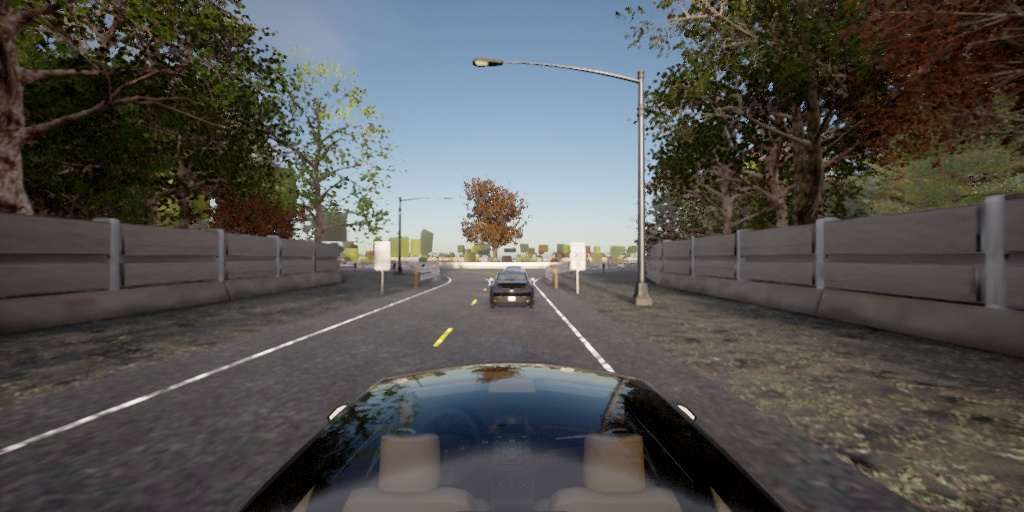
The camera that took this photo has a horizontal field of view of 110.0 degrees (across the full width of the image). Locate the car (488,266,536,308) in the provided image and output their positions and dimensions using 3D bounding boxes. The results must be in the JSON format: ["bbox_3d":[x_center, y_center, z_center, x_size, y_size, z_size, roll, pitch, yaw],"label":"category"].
[{"bbox_3d":[0.004,1.393,16.170,1.837,1.490,4.892,0,0,0],"label":"car"}]
